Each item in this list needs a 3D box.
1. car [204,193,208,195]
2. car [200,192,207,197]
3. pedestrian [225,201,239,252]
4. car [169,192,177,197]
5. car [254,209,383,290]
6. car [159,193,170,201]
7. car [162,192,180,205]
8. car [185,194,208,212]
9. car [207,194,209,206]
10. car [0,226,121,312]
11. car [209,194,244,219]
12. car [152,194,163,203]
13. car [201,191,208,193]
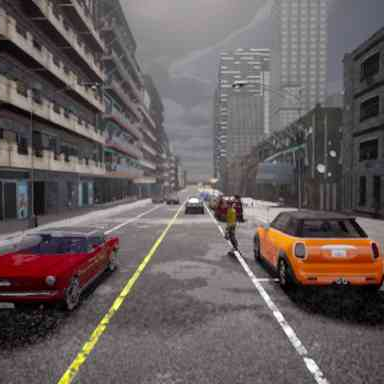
[{"bbox_3d":[2.921,1.158,42.614,2.008,1.369,4.403,-1,1,0],"label":"car"},{"bbox_3d":[3.201,0.662,92.831,1.887,1.381,4.507,-1,1,0],"label":"car"},{"bbox_3d":[1.394,1.186,11.807,0.375,1.860,0.375,-1,2,0],"label":"pedestrian"},{"bbox_3d":[-5.180,0.668,92.836,2.008,1.369,4.403,-1,1,0],"label":"car"},{"bbox_3d":[3.049,1.269,9.008,2.097,1.767,4.553,0,1,0],"label":"car"},{"bbox_3d":[-5.337,0.938,64.935,1.887,1.381,4.507,-1,1,0],"label":"car"},{"bbox_3d":[-2.811,1.090,49.498,2.033,1.411,5.357,0,1,0],"label":"car"},{"bbox_3d":[0.266,1.243,33.179,2.033,1.411,5.357,0,1,1],"label":"car"},{"bbox_3d":[2.876,1.184,37.205,1.752,1.417,4.829,-1,1,0],"label":"car"},{"bbox_3d":[-3.058,1.530,7.657,1.895,1.301,4.718,0,1,0],"label":"car"},{"bbox_3d":[2.784,1.078,25.874,2.192,1.841,5.009,-1,1,0],"label":"car"},{"bbox_3d":[-5.400,1.083,53.775,1.802,1.307,4.206,-1,1,0],"label":"car"},{"bbox_3d":[3.012,1.030,59.353,1.802,1.307,4.206,-1,1,0],"label":"car"}]
